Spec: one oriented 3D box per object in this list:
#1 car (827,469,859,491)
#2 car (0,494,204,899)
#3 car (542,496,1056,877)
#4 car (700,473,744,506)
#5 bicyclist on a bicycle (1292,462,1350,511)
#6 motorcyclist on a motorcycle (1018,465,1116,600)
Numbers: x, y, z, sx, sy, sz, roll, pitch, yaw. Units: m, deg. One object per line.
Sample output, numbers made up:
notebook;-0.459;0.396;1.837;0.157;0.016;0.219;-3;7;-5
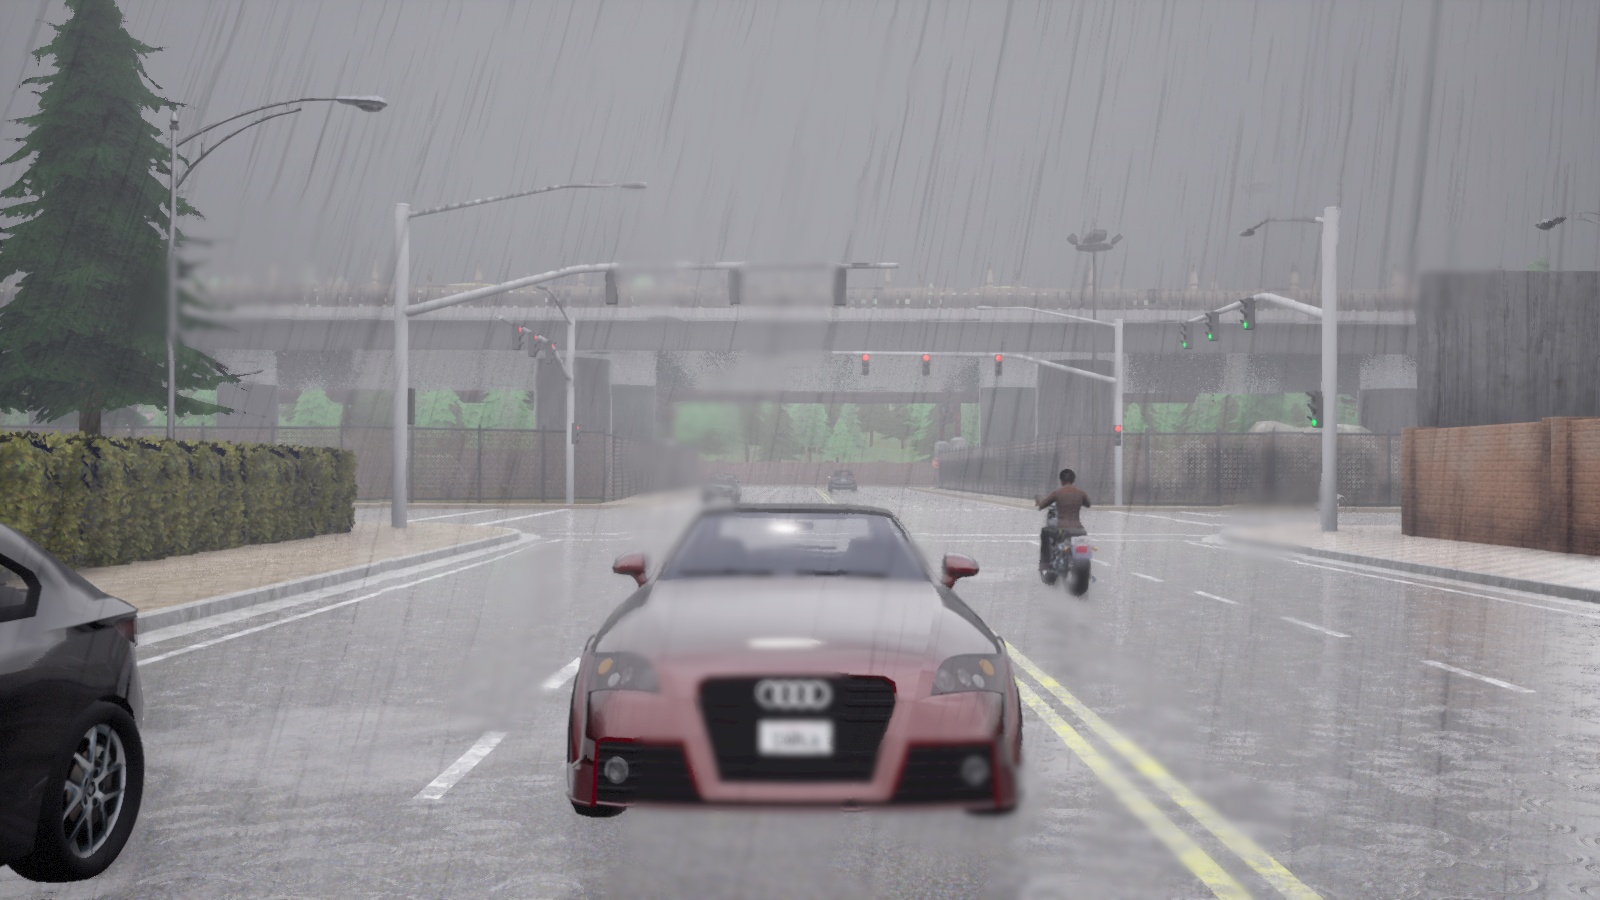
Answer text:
car;3.260;2.250;95.675;2.242;1.667;4.611;0;-1;0
car;-3.509;0.899;3.381;1.816;1.474;4.193;0;-1;0
car;-0.015;0.995;6.979;1.994;1.385;4.181;0;-1;0
car;-3.648;1.835;59.213;1.816;1.474;4.193;0;-1;0
bicyclist on a bicycle;18.956;1.319;45.688;1.843;1.776;0.659;0;-1;0
motorcyclist on a motorcycle;3.458;1.028;16.495;0.766;1.649;2.350;0;-1;0
